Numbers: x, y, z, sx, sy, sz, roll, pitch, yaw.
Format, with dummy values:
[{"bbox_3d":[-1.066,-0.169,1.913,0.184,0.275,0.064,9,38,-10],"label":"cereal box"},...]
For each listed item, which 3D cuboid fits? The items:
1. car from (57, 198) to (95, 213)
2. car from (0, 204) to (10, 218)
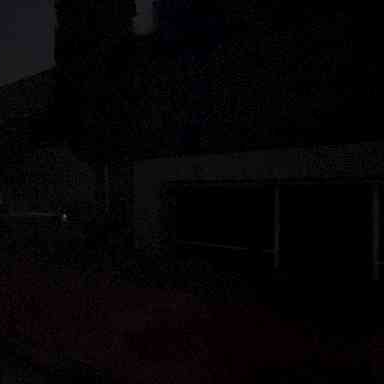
[{"bbox_3d":[-12.280,1.493,36.288,1.837,1.490,4.892,0,0,36],"label":"car"},{"bbox_3d":[-18.189,1.466,28.076,1.882,1.535,5.008,0,0,36],"label":"car"}]
